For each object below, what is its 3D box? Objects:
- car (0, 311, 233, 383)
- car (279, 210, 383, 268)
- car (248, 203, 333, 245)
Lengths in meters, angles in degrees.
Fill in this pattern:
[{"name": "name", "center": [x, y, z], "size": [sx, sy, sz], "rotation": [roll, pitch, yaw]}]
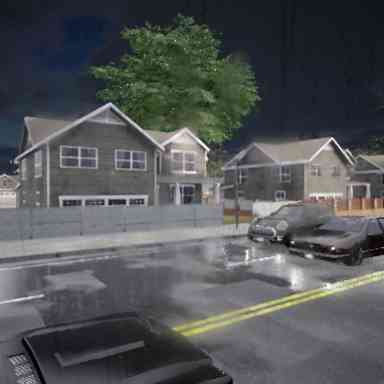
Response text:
[{"name": "car", "center": [-1.943, 1.602, 2.027], "size": [4.718, 1.301, 1.895], "rotation": [0, 0, -34]}, {"name": "car", "center": [5.689, 1.517, 11.414], "size": [5.357, 1.411, 2.033], "rotation": [0, 0, -34]}, {"name": "car", "center": [4.606, 1.319, 14.608], "size": [4.553, 1.767, 2.097], "rotation": [0, 0, -34]}]
